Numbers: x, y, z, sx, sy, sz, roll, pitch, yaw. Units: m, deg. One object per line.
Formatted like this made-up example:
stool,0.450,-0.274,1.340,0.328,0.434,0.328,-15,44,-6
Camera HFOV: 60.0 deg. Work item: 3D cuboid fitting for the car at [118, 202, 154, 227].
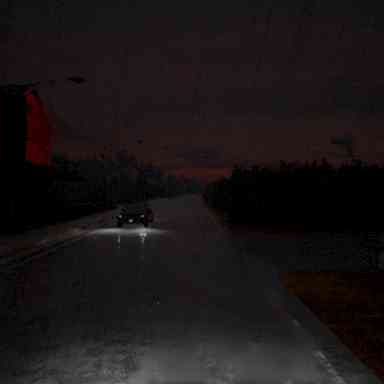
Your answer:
car,-3.662,1.437,22.238,1.812,1.442,4.674,0,0,0
